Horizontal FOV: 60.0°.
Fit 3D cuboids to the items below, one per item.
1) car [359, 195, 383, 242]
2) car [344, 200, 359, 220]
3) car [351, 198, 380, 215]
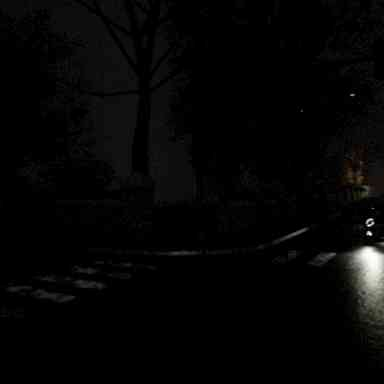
[{"bbox_3d":[8.884,1.192,14.581,2.097,1.767,4.553,-1,0,33],"label":"car"},{"bbox_3d":[12.615,1.335,25.047,1.947,1.339,4.313,-2,0,32],"label":"car"},{"bbox_3d":[15.650,1.279,29.856,1.947,1.339,4.313,-2,0,32],"label":"car"}]
